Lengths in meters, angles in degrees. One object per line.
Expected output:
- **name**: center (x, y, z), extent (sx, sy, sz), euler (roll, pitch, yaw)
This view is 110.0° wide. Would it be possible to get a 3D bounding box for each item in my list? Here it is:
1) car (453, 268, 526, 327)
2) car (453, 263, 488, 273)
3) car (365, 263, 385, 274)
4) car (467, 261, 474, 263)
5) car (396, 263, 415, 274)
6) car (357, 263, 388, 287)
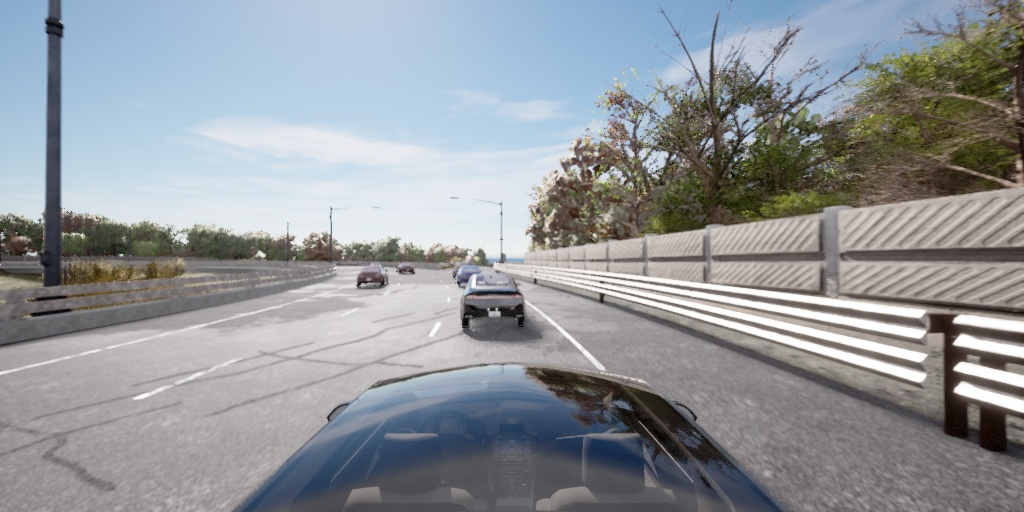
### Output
- **car**: center (-0.686, 1.315, 11.789), extent (2.128, 1.511, 4.902), euler (0, 0, -5)
- **car**: center (-3.114, 1.456, 26.330), extent (1.812, 1.442, 4.674), euler (0, 0, -11)
- **car**: center (-18.936, 1.665, 49.412), extent (2.033, 1.411, 5.357), euler (0, 0, -27)
- **car**: center (-7.078, 1.613, 52.152), extent (2.128, 1.511, 4.902), euler (0, 0, -5)
- **car**: center (-14.198, 1.624, 47.611), extent (1.812, 1.442, 4.674), euler (0, 0, -25)
- **car**: center (-10.398, 1.470, 26.868), extent (1.812, 1.442, 4.674), euler (0, 0, -14)
